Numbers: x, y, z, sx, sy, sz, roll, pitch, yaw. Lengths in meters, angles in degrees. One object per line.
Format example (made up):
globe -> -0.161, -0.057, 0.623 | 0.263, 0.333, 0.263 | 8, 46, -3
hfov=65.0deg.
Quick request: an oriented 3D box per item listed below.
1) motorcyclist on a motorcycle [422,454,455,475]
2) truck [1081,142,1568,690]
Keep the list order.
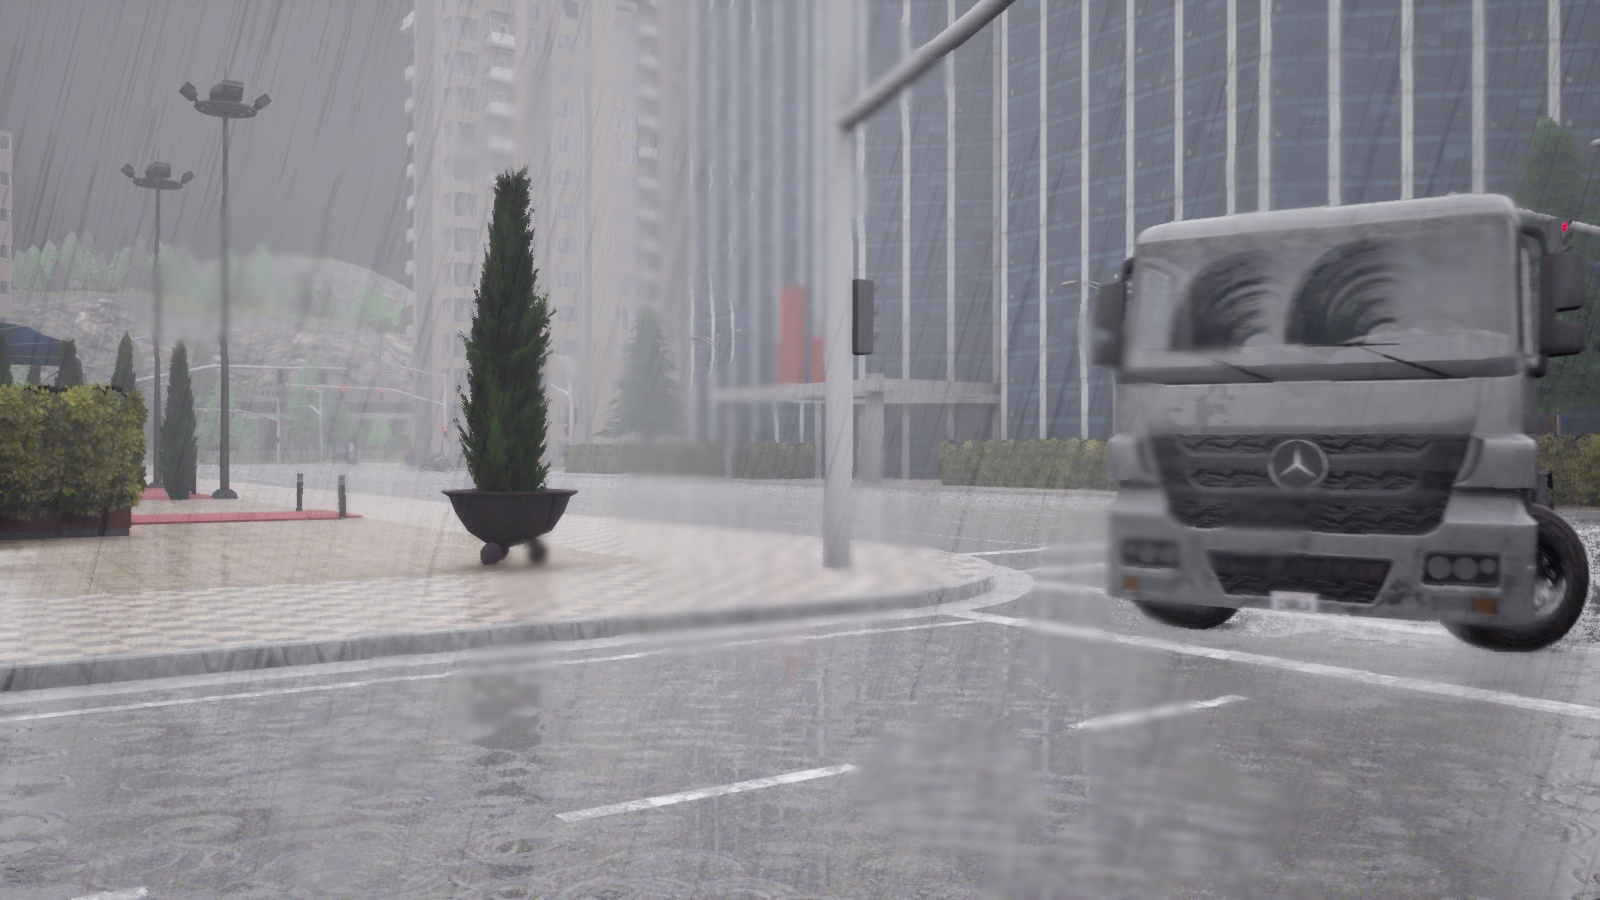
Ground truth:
motorcyclist on a motorcycle -> -26.081, 1.057, 90.632 | 2.191, 1.530, 0.866 | 0, -1, -13
truck -> 5.518, -0.220, 12.050 | 2.891, 3.462, 7.936 | 0, 0, 33
